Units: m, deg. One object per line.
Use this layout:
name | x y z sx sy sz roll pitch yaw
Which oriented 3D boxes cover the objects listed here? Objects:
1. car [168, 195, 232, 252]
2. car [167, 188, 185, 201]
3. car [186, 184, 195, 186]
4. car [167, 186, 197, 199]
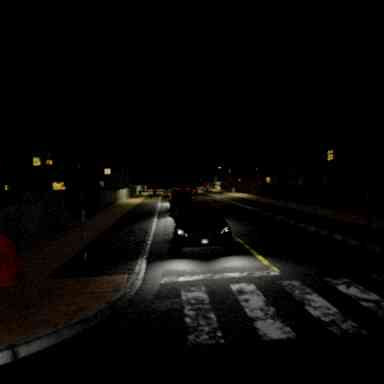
car | 0.188 1.093 12.154 1.812 1.442 4.674 -2 2 -4
car | -1.900 0.242 38.700 1.895 1.301 4.718 -2 2 -4
car | -0.254 -0.462 53.537 1.837 1.490 4.892 -2 2 -4
car | -0.892 0.581 25.687 2.128 1.511 4.902 -2 2 -4
